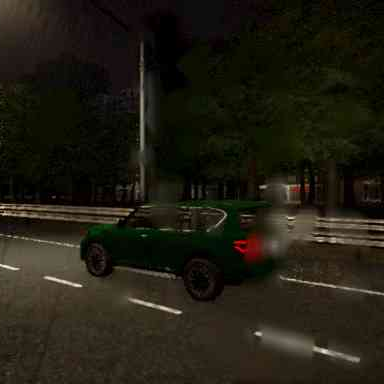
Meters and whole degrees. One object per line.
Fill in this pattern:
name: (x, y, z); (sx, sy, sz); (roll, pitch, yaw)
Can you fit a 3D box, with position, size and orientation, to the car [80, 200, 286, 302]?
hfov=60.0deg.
car: (-0.459, 1.222, 8.498); (5.566, 2.045, 2.150); (0, 0, 36)
